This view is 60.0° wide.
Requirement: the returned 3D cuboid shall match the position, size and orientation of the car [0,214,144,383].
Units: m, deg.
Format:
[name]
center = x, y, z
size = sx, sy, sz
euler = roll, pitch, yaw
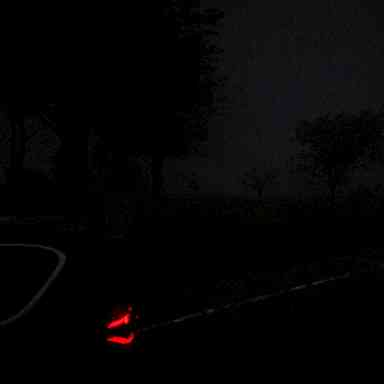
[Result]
[car]
center = -3.000, 1.222, 1.854
size = 5.566, 2.045, 2.150
euler = 0, 0, -36
